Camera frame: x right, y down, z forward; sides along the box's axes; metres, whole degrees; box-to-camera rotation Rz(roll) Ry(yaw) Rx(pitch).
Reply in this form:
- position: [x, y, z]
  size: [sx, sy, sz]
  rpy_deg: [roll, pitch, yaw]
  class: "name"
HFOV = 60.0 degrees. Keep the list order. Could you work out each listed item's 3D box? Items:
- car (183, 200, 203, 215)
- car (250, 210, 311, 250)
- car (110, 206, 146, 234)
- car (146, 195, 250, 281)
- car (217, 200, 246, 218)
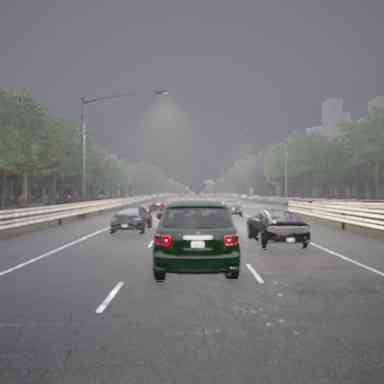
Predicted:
- position: [0.081, 1.565, 34.619]
  size: [1.895, 1.301, 4.718]
  rpy_deg: [0, 0, 0]
  class: "car"
- position: [3.580, 1.507, 14.468]
  size: [2.128, 1.511, 4.902]
  rpy_deg: [0, 0, 0]
  class: "car"
- position: [-3.415, 1.540, 19.185]
  size: [1.812, 1.442, 4.674]
  rpy_deg: [0, 0, 0]
  class: "car"
- position: [0.081, 1.237, 10.040]
  size: [2.150, 2.045, 5.566]
  rpy_deg: [0, 0, -1]
  class: "car"
- position: [3.583, 1.528, 31.166]
  size: [2.033, 1.411, 5.357]
  rpy_deg: [0, 0, 0]
  class: "car"
